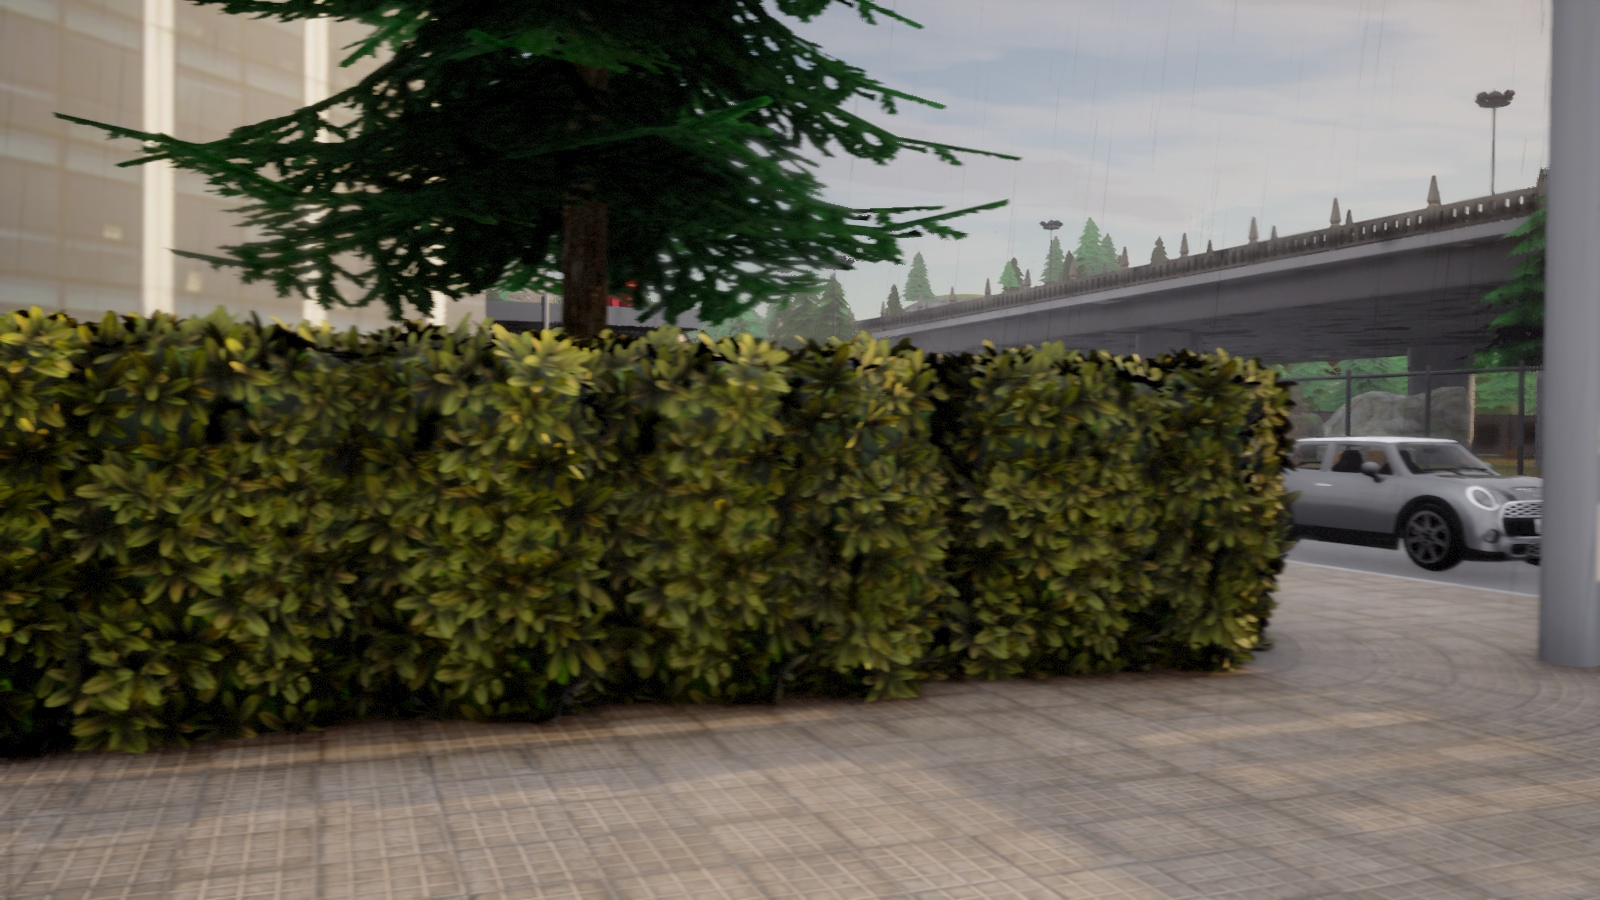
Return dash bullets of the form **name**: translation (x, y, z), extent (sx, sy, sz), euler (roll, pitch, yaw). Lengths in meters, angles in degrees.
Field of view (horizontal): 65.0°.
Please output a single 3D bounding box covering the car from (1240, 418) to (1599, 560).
- **car**: translation (7.455, 0.379, 15.287), extent (1.970, 1.475, 3.806), euler (-1, 1, -21)
